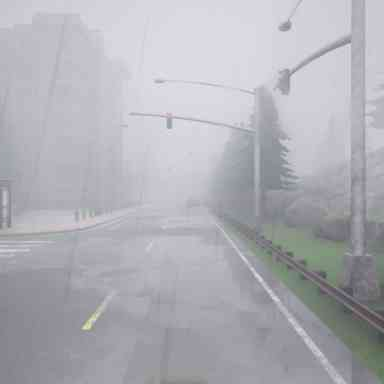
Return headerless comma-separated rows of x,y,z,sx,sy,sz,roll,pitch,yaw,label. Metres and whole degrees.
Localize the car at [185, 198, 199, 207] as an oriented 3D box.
0.019,1.564,50.591,1.994,1.385,4.181,0,0,0,car
